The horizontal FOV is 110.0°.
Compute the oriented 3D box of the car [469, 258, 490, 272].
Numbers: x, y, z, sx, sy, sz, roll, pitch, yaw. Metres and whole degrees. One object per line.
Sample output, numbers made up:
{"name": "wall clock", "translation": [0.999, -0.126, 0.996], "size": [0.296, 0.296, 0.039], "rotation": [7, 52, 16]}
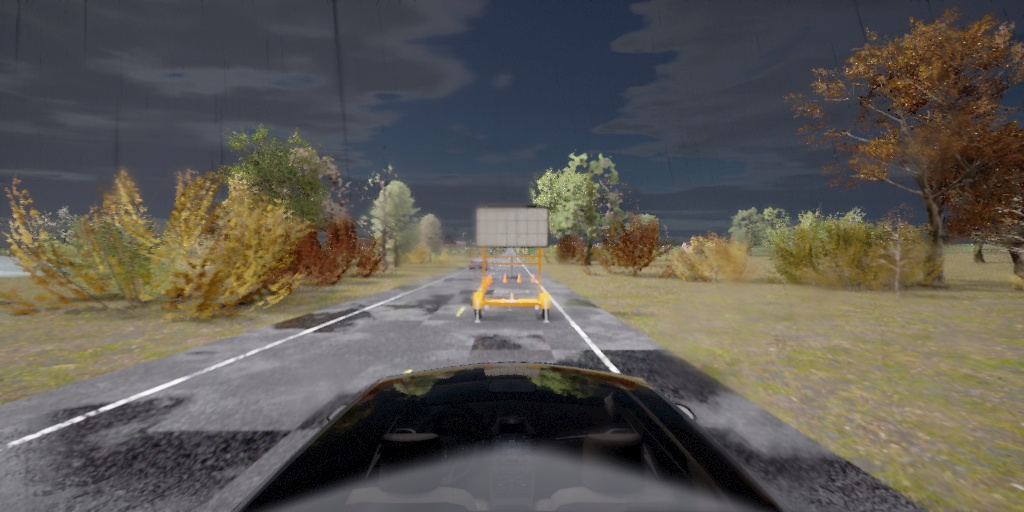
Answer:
{"name": "car", "translation": [-3.590, 0.938, 39.909], "size": [1.812, 1.442, 4.674], "rotation": [0, 0, 0]}

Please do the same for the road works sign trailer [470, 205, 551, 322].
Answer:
{"name": "road works sign trailer", "translation": [0.001, 0.132, 11.837], "size": [2.380, 3.560, 2.880], "rotation": [0, 0, 0]}
